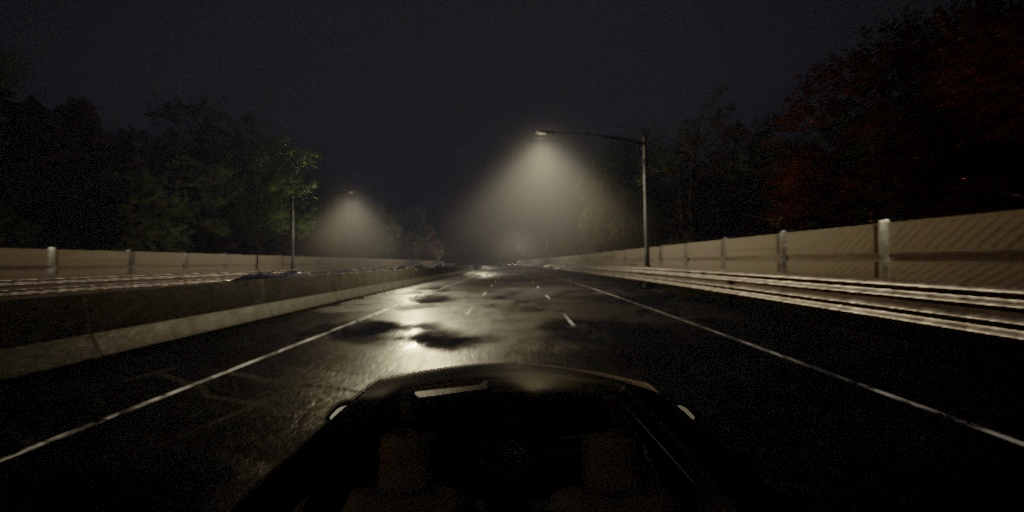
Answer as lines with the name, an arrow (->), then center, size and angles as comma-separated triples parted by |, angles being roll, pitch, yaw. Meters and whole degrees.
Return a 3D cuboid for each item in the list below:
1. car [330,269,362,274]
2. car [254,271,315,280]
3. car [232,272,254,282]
car -> -13.957, 1.820, 30.243 | 2.128, 1.511, 4.902 | -1, -1, 0
car -> -17.461, 1.898, 28.608 | 2.033, 1.411, 5.357 | -1, -1, 0
car -> -20.959, 1.989, 29.710 | 1.994, 1.385, 4.181 | -1, -1, 0
